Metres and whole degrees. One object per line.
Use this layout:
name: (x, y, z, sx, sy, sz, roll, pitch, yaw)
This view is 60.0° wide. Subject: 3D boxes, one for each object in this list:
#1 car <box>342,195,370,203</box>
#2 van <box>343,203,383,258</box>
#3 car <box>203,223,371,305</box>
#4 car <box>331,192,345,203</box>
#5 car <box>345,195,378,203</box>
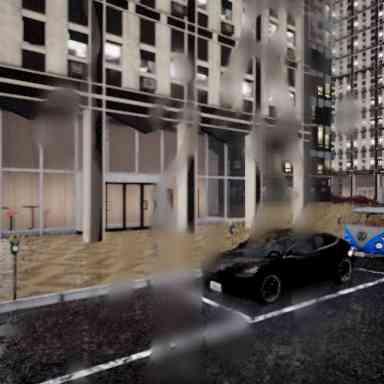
car: (29.942, 1.263, 60.693, 1.802, 1.307, 4.206, 2, 0, -36)
van: (6.868, 1.395, 11.462, 3.998, 1.788, 1.690, 0, 0, -36)
car: (2.269, 1.595, 8.180, 4.313, 1.339, 1.947, 0, 0, -36)
car: (23.176, 0.969, 55.760, 2.192, 1.841, 5.009, 2, 0, -36)
car: (26.415, 1.343, 51.230, 1.802, 1.307, 4.206, 2, 0, -36)
